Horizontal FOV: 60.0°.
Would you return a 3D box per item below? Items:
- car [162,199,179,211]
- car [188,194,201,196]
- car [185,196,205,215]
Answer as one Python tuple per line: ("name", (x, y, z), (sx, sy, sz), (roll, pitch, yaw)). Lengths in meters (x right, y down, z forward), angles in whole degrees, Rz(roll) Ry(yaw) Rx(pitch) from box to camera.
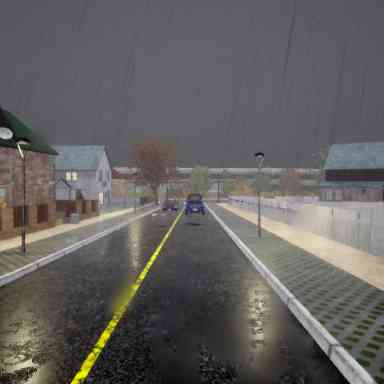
("car", (-2.520, 1.609, 40.307), (2.033, 1.411, 5.357), (0, 0, 0))
("car", (0.351, 1.221, 44.158), (2.150, 2.045, 5.566), (0, 0, 0))
("car", (0.292, 1.469, 33.619), (1.882, 1.535, 5.008), (0, 0, 0))
